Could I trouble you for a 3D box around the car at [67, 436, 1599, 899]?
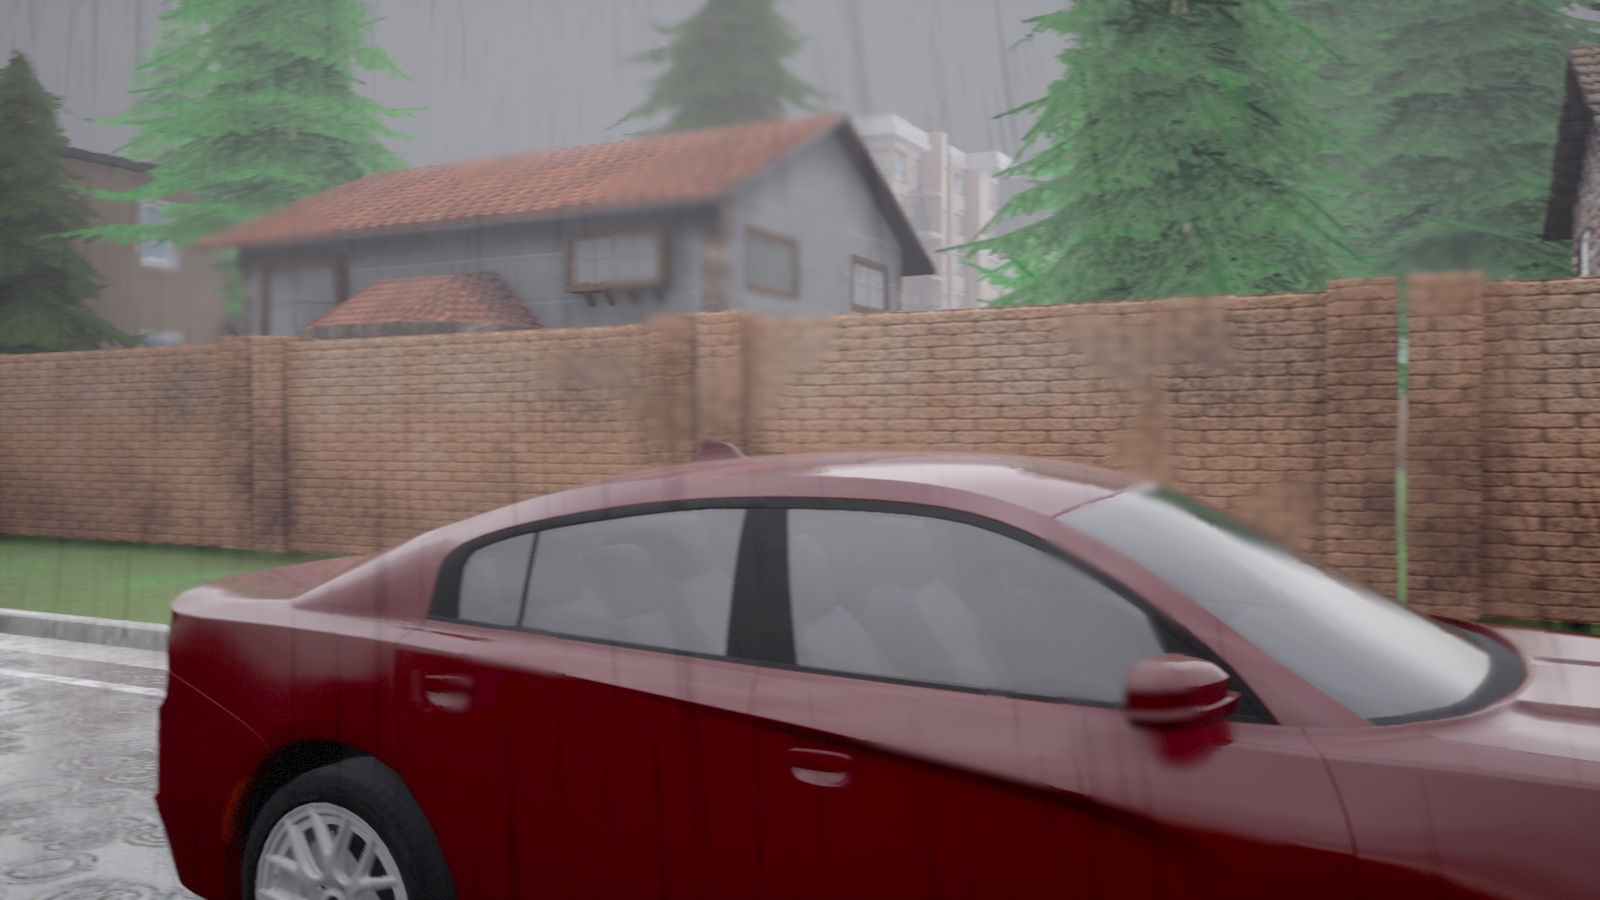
[{"bbox_3d":[0.547,0.748,3.350,5.008,1.535,1.882,1,1,27],"label":"car"}]
